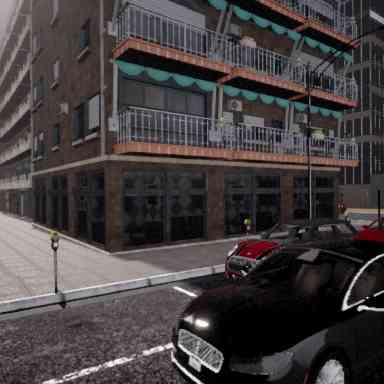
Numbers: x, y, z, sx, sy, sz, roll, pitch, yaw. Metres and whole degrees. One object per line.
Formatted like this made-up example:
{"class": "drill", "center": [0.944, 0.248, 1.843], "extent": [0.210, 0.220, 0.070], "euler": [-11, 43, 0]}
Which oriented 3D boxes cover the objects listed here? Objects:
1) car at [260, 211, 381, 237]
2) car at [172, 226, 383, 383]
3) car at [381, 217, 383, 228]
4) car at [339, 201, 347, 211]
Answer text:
{"class": "car", "center": [2.764, 1.439, 8.538], "extent": [4.097, 1.590, 1.967], "euler": [0, -1, -35]}
{"class": "car", "center": [2.009, 1.504, 4.800], "extent": [4.892, 1.490, 1.837], "euler": [0, 0, -35]}
{"class": "car", "center": [7.264, 1.543, 11.743], "extent": [4.507, 1.381, 1.887], "euler": [0, -1, -35]}
{"class": "car", "center": [16.533, 1.746, 40.629], "extent": [1.967, 1.590, 4.097], "euler": [-2, 0, -36]}
